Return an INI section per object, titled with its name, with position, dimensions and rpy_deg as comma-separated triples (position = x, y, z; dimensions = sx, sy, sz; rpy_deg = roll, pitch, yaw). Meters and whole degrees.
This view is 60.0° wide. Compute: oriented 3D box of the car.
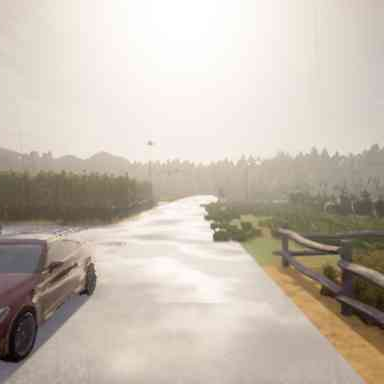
[car]
position = -3.126, 1.530, 6.040
dimensions = 1.812, 1.442, 4.674
rpy_deg = 0, 0, 1
